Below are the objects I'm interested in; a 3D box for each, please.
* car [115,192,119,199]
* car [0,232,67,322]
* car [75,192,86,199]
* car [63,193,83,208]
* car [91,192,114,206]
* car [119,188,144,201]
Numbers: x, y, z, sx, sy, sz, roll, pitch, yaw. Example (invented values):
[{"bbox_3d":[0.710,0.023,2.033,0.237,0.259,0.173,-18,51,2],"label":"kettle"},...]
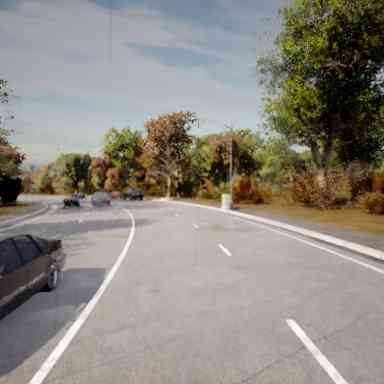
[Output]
[{"bbox_3d":[-15.028,0.637,64.711,1.812,1.442,4.674,-3,2,-33],"label":"car"},{"bbox_3d":[-3.850,1.481,5.874,2.033,1.411,5.357,0,1,-3],"label":"car"},{"bbox_3d":[-24.943,0.788,72.973,2.128,1.511,4.902,-4,2,-38],"label":"car"},{"bbox_3d":[-15.128,1.215,41.754,1.895,1.301,4.718,-2,1,-22],"label":"car"},{"bbox_3d":[-11.909,0.852,43.101,2.097,1.767,4.553,-2,1,-22],"label":"car"},{"bbox_3d":[-9.817,0.399,55.379,2.150,2.045,5.566,-2,2,-28],"label":"car"}]
